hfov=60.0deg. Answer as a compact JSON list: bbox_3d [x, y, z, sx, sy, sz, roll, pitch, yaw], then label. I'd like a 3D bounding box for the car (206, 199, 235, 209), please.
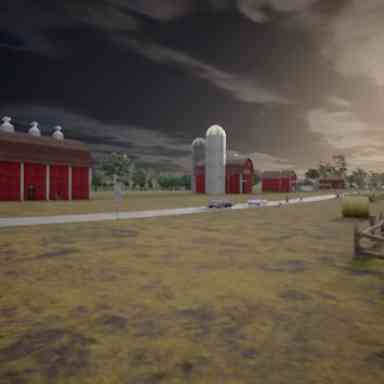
[{"bbox_3d":[4.148,1.659,47.627,2.033,1.411,5.357,1,1,36],"label":"car"}]

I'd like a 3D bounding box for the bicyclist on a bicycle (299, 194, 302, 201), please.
[{"bbox_3d":[24.655,1.343,75.308,0.866,1.612,1.509,1,1,35],"label":"bicyclist on a bicycle"}]

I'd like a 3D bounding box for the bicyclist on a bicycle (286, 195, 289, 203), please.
[{"bbox_3d":[19.457,1.454,67.969,0.582,1.620,1.656,1,0,35],"label":"bicyclist on a bicycle"}]

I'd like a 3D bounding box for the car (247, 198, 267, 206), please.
[{"bbox_3d":[11.417,1.664,57.930,1.895,1.301,4.718,1,1,35],"label":"car"}]
